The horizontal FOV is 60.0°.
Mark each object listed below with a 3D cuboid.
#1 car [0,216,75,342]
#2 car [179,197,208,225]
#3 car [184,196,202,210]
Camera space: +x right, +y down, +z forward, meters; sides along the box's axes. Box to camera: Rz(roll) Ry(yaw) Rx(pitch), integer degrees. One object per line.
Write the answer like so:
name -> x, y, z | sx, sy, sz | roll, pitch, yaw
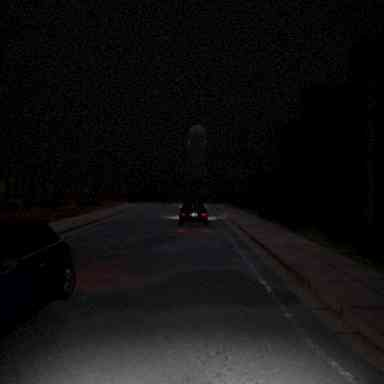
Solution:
car -> -3.546, 1.298, 5.163 | 2.097, 1.767, 4.553 | 1, 1, 1
car -> 0.095, 1.328, 21.784 | 2.033, 1.411, 5.357 | 1, 1, 0
car -> 0.096, 1.185, 37.743 | 1.895, 1.301, 4.718 | 1, 1, 0
